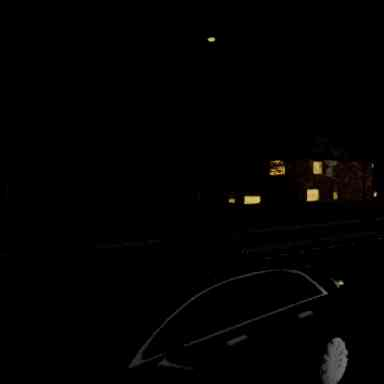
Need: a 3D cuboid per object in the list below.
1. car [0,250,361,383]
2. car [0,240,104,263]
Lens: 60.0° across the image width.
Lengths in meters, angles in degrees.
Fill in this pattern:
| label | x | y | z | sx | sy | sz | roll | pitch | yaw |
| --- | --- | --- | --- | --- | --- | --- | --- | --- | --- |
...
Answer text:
| label | x | y | z | sx | sy | sz | roll | pitch | yaw |
| --- | --- | --- | --- | --- | --- | --- | --- | --- | --- |
| car | -0.062 | 1.502 | 3.639 | 4.892 | 1.490 | 1.837 | 0 | 0 | -35 |
| car | -2.704 | 1.599 | 5.748 | 4.718 | 1.301 | 1.895 | 0 | 0 | -35 |
